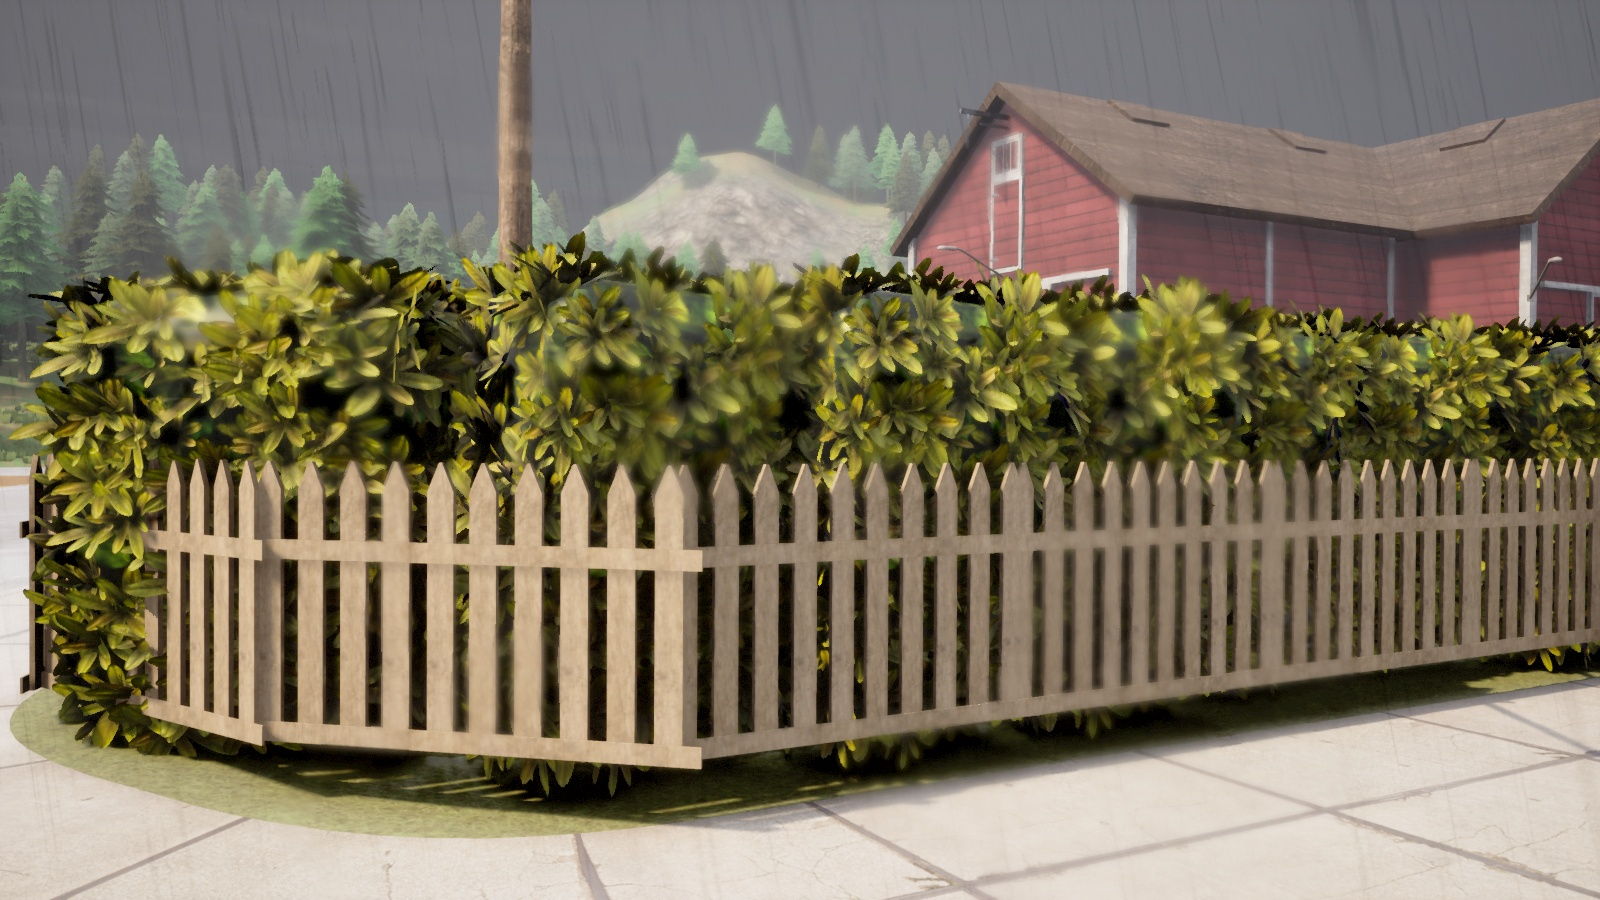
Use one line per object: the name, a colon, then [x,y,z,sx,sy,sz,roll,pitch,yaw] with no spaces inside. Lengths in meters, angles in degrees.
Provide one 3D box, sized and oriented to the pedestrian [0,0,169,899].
pedestrian: [-0.938,0.594,0.746,0.900,1.855,0.874,-1,1,-35]
